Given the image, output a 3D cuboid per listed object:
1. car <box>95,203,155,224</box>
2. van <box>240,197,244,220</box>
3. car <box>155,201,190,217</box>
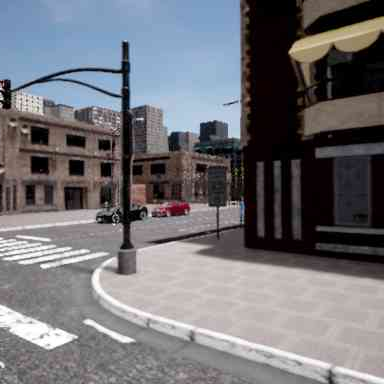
[{"bbox_3d":[-5.115,1.504,24.702,1.947,1.339,4.313,0,1,35],"label":"car"},{"bbox_3d":[5.023,1.127,24.489,1.690,1.788,3.998,0,1,35],"label":"van"},{"bbox_3d":[-1.810,1.456,29.341,1.802,1.307,4.206,0,1,35],"label":"car"}]
